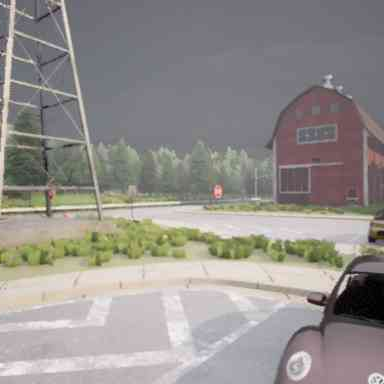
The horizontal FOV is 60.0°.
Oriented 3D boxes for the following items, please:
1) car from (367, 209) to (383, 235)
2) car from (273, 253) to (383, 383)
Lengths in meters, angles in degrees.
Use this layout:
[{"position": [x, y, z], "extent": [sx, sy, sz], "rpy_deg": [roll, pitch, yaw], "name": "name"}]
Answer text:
[{"position": [9.132, 1.466, 14.945], "extent": [1.816, 1.474, 4.193], "rpy_deg": [0, 0, 37], "name": "car"}, {"position": [2.441, 1.509, 3.892], "extent": [1.784, 1.438, 3.905], "rpy_deg": [0, 0, 37], "name": "car"}]
